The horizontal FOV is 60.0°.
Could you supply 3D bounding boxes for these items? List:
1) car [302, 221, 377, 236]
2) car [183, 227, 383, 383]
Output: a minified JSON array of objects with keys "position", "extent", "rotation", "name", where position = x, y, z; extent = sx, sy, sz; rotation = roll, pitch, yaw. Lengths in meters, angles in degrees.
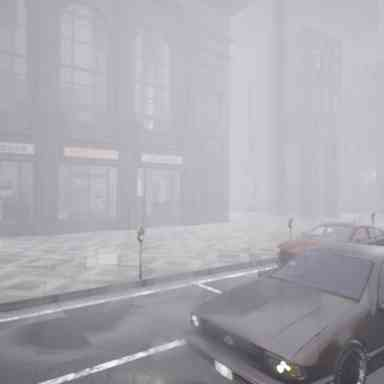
[{"position":[4.372,1.567,9.768],"extent":[4.507,1.381,1.887],"rotation":[0,0,-36],"name":"car"},{"position":[2.510,1.560,5.172],"extent":[5.357,1.411,2.033],"rotation":[0,0,-35],"name":"car"}]
